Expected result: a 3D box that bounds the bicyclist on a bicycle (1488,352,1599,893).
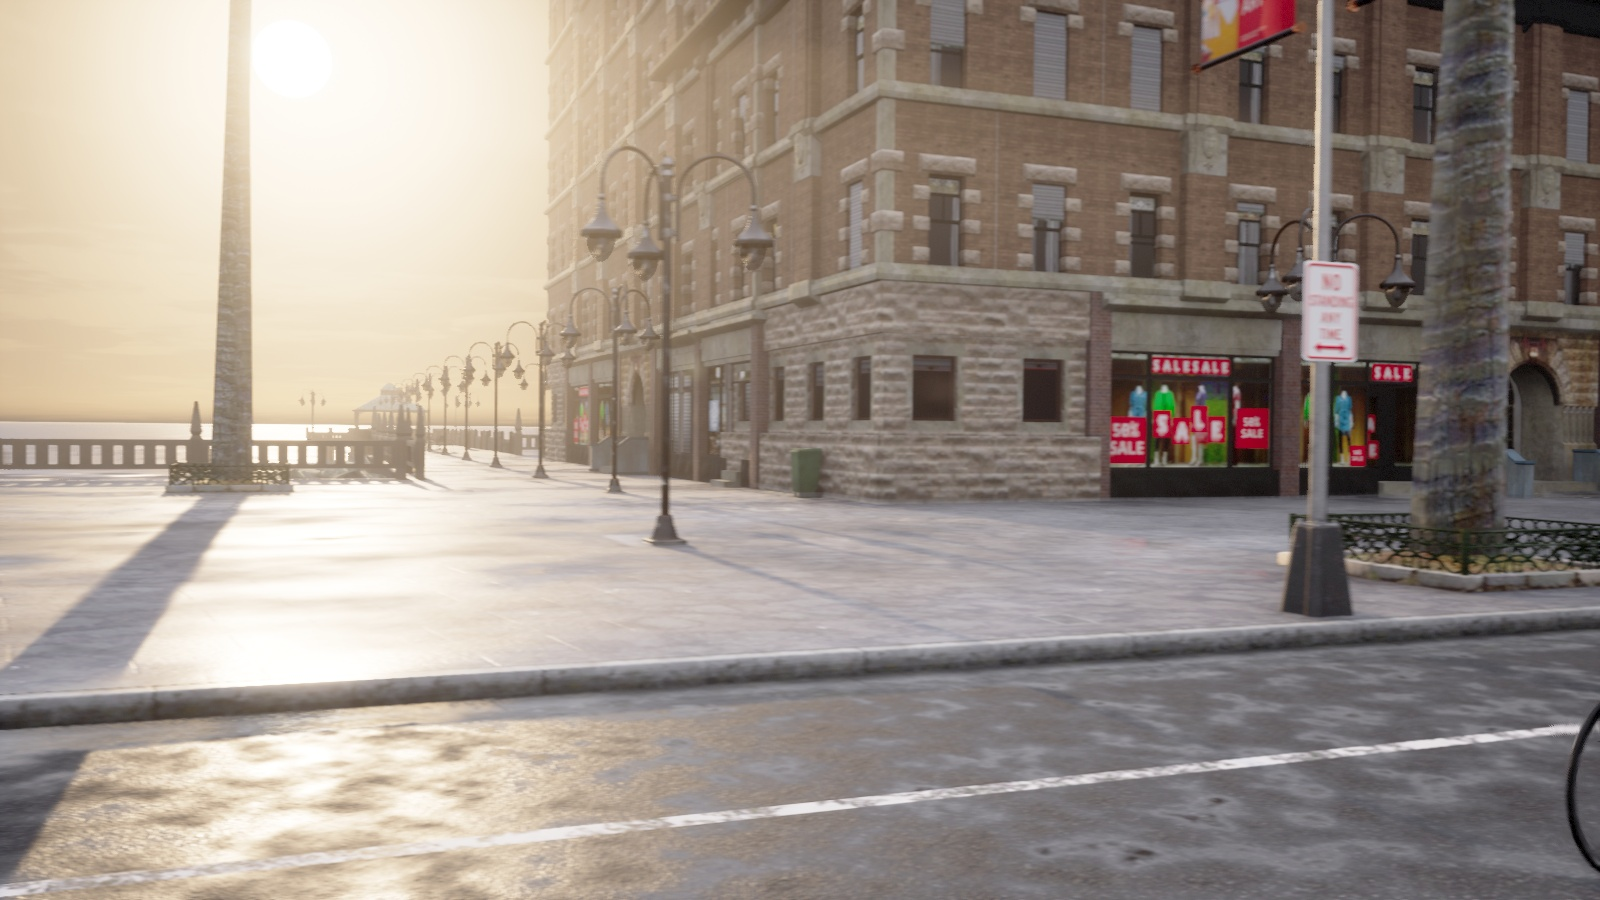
[{"bbox_3d":[3.449,0.551,4.525,1.843,1.776,0.659,-1,1,-21],"label":"bicyclist on a bicycle"}]
